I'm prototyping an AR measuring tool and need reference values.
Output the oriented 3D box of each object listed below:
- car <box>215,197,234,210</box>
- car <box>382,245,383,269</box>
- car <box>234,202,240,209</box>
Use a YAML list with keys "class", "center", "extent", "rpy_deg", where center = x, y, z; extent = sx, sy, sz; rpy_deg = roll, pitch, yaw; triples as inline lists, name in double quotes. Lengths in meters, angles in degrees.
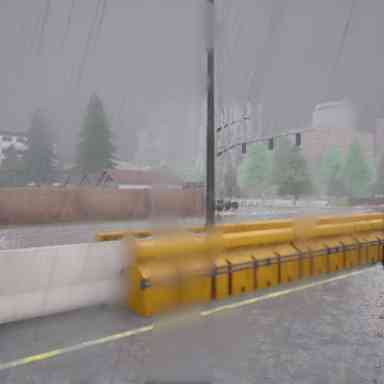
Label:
- class: "car"
  center: [2.788, 1.399, 42.635]
  extent: [2.097, 1.767, 4.553]
  rpy_deg: [0, 0, -33]
- class: "car"
  center: [6.981, 1.495, 8.761]
  extent: [5.008, 1.535, 1.882]
  rpy_deg: [0, 0, -35]
- class: "car"
  center: [4.471, 1.651, 46.435]
  extent: [1.895, 1.301, 4.718]
  rpy_deg: [0, 0, -33]
